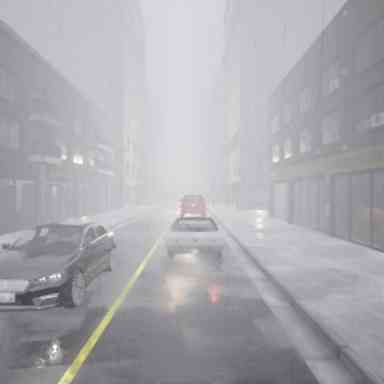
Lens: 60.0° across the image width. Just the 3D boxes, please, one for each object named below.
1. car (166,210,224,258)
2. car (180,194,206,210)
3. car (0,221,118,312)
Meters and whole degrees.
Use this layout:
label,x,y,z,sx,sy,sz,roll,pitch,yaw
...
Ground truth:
label,x,y,z,sx,sy,sz,roll,pitch,yaw
car,0.093,1.598,12.814,1.895,1.301,4.718,0,0,0
car,0.087,1.221,30.251,2.150,2.045,5.566,0,0,0
car,-3.103,1.489,7.960,2.128,1.511,4.902,0,0,0
